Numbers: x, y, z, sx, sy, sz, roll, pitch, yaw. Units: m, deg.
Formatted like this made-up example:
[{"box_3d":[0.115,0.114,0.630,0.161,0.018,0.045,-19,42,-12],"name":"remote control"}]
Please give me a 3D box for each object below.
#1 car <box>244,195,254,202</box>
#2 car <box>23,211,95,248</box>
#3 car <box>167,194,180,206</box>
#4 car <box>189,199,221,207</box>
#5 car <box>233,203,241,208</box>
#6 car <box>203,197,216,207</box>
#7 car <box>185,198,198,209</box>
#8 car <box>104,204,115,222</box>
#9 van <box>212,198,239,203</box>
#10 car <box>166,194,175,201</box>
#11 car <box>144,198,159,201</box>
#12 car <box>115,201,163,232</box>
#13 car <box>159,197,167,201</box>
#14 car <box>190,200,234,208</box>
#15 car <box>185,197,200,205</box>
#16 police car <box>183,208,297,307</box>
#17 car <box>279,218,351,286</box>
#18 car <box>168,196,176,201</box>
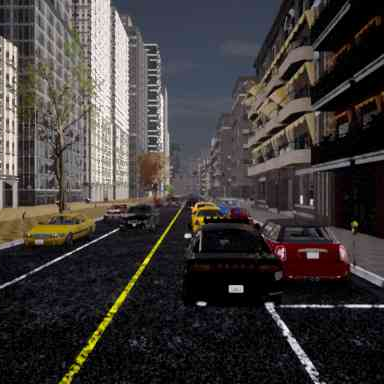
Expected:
[{"box_3d":[13.549,1.403,73.023,4.403,1.369,2.008,-1,1,0],"name":"car"},{"box_3d":[-5.665,1.529,14.750,1.752,1.417,4.829,0,0,0],"name":"car"},{"box_3d":[-2.907,1.561,54.884,1.812,1.442,4.674,0,0,0],"name":"car"},{"box_3d":[0.941,1.488,24.046,1.882,1.535,5.008,0,0,0],"name":"car"},{"box_3d":[2.724,1.589,20.439,1.802,1.307,4.206,0,0,0],"name":"car"},{"box_3d":[2.780,1.585,53.635,2.008,1.369,4.403,0,0,0],"name":"car"},{"box_3d":[0.112,1.504,46.090,1.882,1.535,5.008,0,0,0],"name":"car"},{"box_3d":[-5.647,1.593,25.986,1.802,1.307,4.206,0,0,0],"name":"car"},{"box_3d":[2.734,1.352,25.971,1.690,1.788,3.998,0,0,0],"name":"van"},{"box_3d":[-5.547,1.402,86.037,2.192,1.841,5.009,0,0,0],"name":"car"},{"box_3d":[-5.619,1.548,42.414,1.752,1.417,4.829,0,0,0],"name":"car"},{"box_3d":[-3.065,1.512,20.147,1.837,1.490,4.892,0,0,0],"name":"car"},{"box_3d":[-5.600,1.579,53.649,1.887,1.381,4.507,0,0,0],"name":"car"},{"box_3d":[0.932,1.461,18.235,1.801,1.575,5.366,0,0,0],"name":"car"},{"box_3d":[0.131,1.642,59.166,1.895,1.301,4.718,0,0,8],"name":"car"},{"box_3d":[0.823,1.427,8.180,1.930,1.638,5.238,0,0,2],"name":"police car"},{"box_3d":[2.706,1.442,9.373,1.967,1.590,4.097,0,0,0],"name":"car"},{"box_3d":[-5.538,1.663,91.560,1.947,1.339,4.313,0,0,0],"name":"car"}]
